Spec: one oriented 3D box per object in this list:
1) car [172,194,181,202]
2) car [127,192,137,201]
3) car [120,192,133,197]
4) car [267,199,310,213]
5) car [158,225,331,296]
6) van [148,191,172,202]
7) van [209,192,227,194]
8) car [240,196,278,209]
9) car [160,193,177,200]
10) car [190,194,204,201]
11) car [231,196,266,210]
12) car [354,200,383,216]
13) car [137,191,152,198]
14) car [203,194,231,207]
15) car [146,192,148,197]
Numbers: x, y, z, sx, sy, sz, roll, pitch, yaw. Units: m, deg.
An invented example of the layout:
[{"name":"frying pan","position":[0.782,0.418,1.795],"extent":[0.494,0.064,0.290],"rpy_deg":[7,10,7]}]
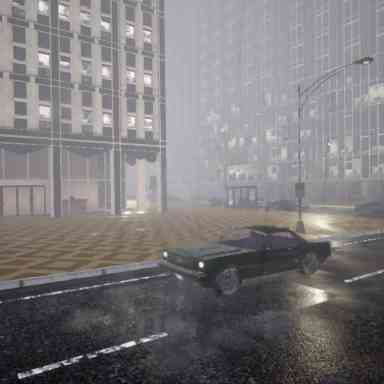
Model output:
[{"name":"car","position":[-3.845,1.149,60.418],"extent":[1.895,1.301,4.718],"rpy_deg":[-1,1,-34]},{"name":"car","position":[-12.121,1.040,67.769],"extent":[2.008,1.369,4.403],"rpy_deg":[0,1,-34]},{"name":"car","position":[-18.076,0.689,91.254],"extent":[2.008,1.369,4.403],"rpy_deg":[0,1,-34]},{"name":"car","position":[10.286,1.424,34.894],"extent":[1.947,1.339,4.313],"rpy_deg":[0,1,-34]},{"name":"car","position":[1.523,1.598,8.765],"extent":[4.718,1.301,1.895],"rpy_deg":[0,0,-35]},{"name":"van","position":[-5.688,0.937,58.395],"extent":[1.690,1.788,3.998],"rpy_deg":[0,1,-34]},{"name":"van","position":[4.437,0.855,58.449],"extent":[1.690,1.788,3.998],"rpy_deg":[0,1,-34]},{"name":"car","position":[8.459,1.255,42.355],"extent":[1.837,1.490,4.892],"rpy_deg":[-1,1,-34]},{"name":"car","position":[-5.211,0.936,72.511],"extent":[1.802,1.307,4.206],"rpy_deg":[0,1,-34]},{"name":"car","position":[1.222,1.043,63.138],"extent":[1.802,1.307,4.206],"rpy_deg":[0,1,-34]},{"name":"car","position":[7.084,1.388,39.592],"extent":[1.802,1.307,4.206],"rpy_deg":[0,1,-34]},{"name":"car","position":[17.371,1.435,29.634],"extent":[2.033,1.411,5.357],"rpy_deg":[-1,1,-37]},{"name":"car","position":[-11.644,0.686,81.880],"extent":[1.967,1.590,4.097],"rpy_deg":[0,1,-34]},{"name":"car","position":[3.916,1.320,44.311],"extent":[1.947,1.339,4.313],"rpy_deg":[0,1,-34]},{"name":"car","position":[-8.427,0.615,77.193],"extent":[2.192,1.841,5.009],"rpy_deg":[0,1,-34]}]
